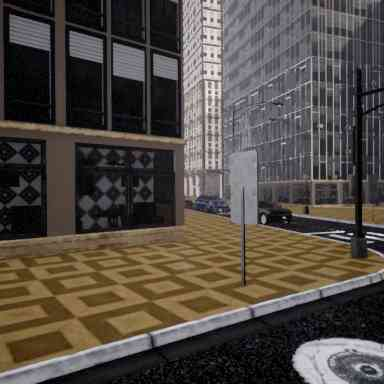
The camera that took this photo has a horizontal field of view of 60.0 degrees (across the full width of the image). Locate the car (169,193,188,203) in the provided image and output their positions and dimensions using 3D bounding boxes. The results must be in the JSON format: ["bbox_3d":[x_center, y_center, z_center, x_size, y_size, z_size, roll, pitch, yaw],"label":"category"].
[{"bbox_3d":[-2.223,0.869,53.271,1.812,1.442,4.674,-1,1,-19],"label":"car"}]

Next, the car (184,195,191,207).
[{"bbox_3d":[-1.315,1.094,41.349,1.994,1.385,4.181,-1,1,-18],"label":"car"}]

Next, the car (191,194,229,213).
[{"bbox_3d":[1.839,1.020,31.929,2.097,1.767,4.553,-1,1,-19],"label":"car"}]

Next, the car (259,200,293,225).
[{"bbox_3d":[4.888,1.278,22.856,1.882,1.535,5.008,-1,1,-19],"label":"car"}]
